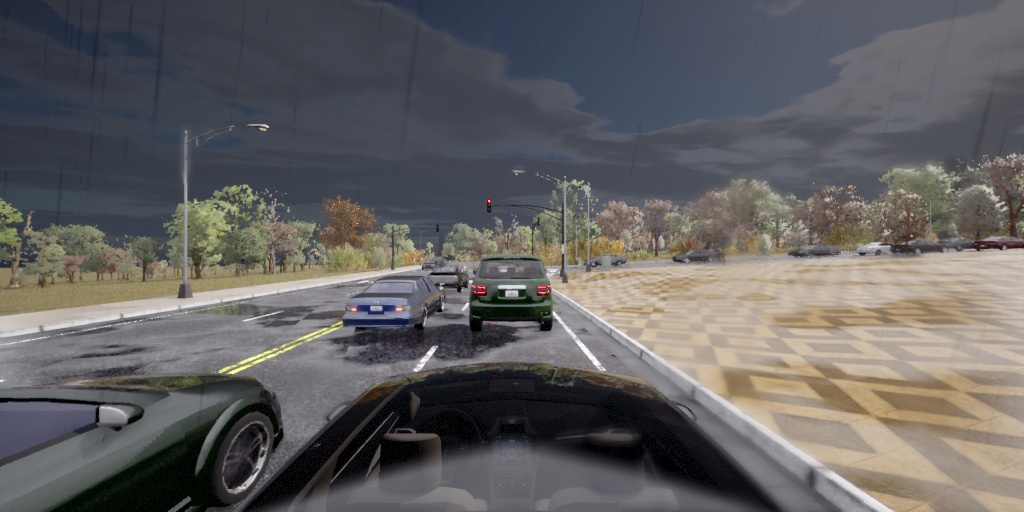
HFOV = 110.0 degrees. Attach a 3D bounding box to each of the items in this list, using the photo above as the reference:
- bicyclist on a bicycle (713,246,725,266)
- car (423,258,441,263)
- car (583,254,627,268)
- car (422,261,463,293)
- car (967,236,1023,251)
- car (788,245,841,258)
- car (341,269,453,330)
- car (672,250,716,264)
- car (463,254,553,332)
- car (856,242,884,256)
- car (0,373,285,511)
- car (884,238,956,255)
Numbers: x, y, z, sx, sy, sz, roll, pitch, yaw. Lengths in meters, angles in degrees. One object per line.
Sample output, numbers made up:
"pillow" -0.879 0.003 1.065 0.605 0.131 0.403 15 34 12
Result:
"bicyclist on a bicycle" 17.409 0.005 30.187 0.582 1.620 1.656 -2 0 -3
"car" -12.527 1.407 54.823 1.994 1.385 4.181 0 0 -5
"car" 10.551 0.519 40.769 4.902 1.511 2.128 -3 0 -3
"car" -3.617 1.257 20.839 2.128 1.511 4.902 0 0 0
"car" 51.168 -1.315 37.416 5.008 1.535 1.882 -3 0 -7
"car" 35.746 -0.569 42.415 5.357 1.411 2.033 -3 0 -5
"car" -3.308 1.303 11.092 2.033 1.411 5.357 0 0 -1
"car" 21.025 0.056 41.320 4.892 1.490 1.837 -2 0 -4
"car" -0.060 0.977 11.089 2.150 2.045 5.566 0 0 -1
"car" 40.587 -0.804 39.485 4.674 1.442 1.812 -3 0 -6
"car" -3.174 1.314 1.718 1.994 1.385 4.181 0 0 0
"car" 41.249 -0.878 36.286 5.008 1.535 1.882 -3 0 -5
